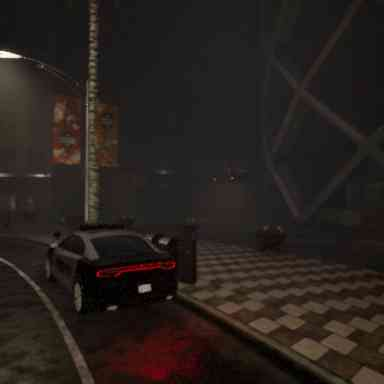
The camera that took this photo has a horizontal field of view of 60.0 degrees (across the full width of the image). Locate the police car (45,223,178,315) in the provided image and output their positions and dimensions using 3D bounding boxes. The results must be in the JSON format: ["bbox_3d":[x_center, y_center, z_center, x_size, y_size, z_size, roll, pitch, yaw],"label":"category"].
[{"bbox_3d":[-2.292,1.587,8.232,1.930,1.638,5.238,1,-1,-34],"label":"police car"}]
